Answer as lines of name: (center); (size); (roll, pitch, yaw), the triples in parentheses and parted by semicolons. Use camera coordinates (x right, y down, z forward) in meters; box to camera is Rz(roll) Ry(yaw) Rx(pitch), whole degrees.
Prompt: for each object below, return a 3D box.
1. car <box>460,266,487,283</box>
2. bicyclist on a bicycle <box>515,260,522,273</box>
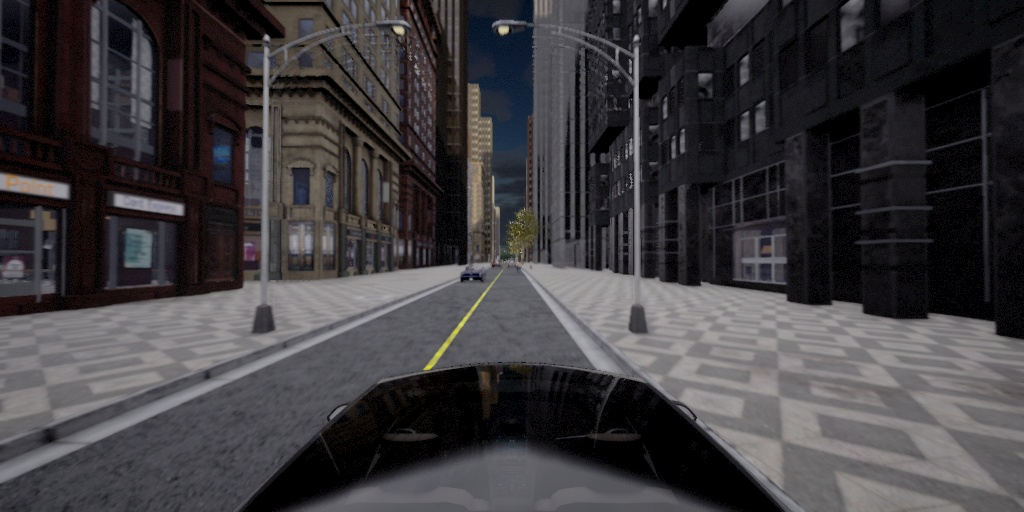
car: (-3.102, 1.468, 29.446); (1.895, 1.301, 4.718); (0, 0, 0)
bicyclist on a bicycle: (0.818, 1.362, 41.303); (0.866, 1.612, 1.509); (0, 0, 0)
